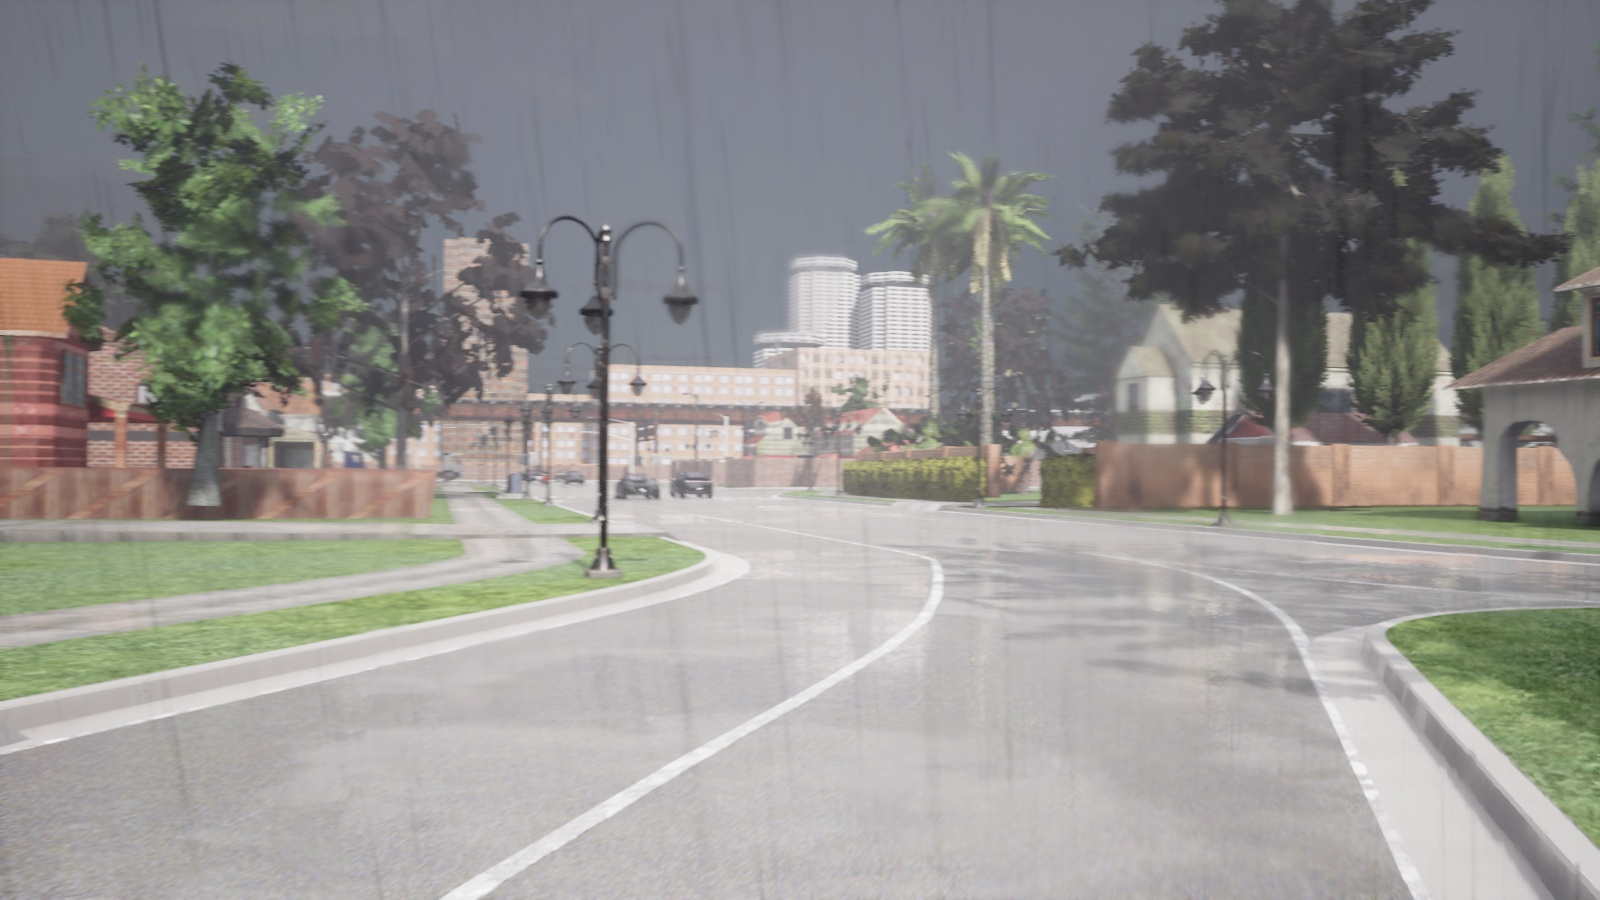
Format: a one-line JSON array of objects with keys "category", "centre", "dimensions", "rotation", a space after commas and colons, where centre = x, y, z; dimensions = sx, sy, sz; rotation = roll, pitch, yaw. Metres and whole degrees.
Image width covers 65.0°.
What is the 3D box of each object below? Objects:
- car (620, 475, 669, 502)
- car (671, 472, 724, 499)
[{"category": "car", "centre": [-8.400, 2.026, 67.481], "dimensions": [1.994, 1.385, 4.181], "rotation": [0, -1, -16]}, {"category": "car", "centre": [-5.863, 1.980, 71.353], "dimensions": [2.128, 1.511, 4.902], "rotation": [0, -1, -16]}]
